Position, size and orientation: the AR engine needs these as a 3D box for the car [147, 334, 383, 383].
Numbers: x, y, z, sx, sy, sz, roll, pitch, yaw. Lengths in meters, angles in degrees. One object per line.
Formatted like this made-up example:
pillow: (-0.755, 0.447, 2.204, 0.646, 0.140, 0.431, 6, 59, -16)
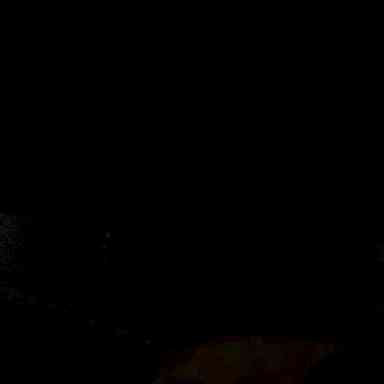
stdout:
car: (1.714, 1.528, 1.851, 4.829, 1.417, 1.752, 0, 1, 36)
